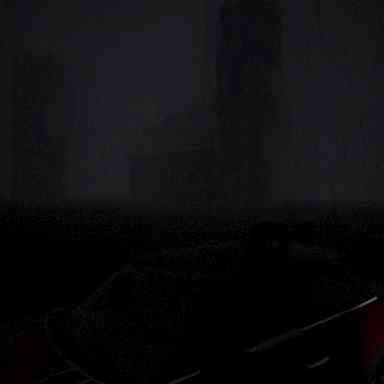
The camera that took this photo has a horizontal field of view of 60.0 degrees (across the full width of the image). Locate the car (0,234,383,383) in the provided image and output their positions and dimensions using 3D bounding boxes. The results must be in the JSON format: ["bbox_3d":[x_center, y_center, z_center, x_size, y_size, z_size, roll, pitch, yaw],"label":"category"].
[{"bbox_3d":[-0.045,1.363,3.036,4.553,1.767,2.097,0,0,-35],"label":"car"}]
